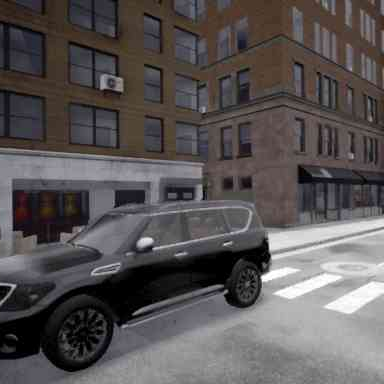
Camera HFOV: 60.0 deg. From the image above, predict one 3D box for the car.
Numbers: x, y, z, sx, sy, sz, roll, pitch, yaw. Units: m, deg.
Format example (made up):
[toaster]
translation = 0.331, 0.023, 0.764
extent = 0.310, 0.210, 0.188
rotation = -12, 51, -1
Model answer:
[car]
translation = -0.784, 1.230, 6.173
extent = 5.566, 2.045, 2.150
rotation = -2, 0, -42
